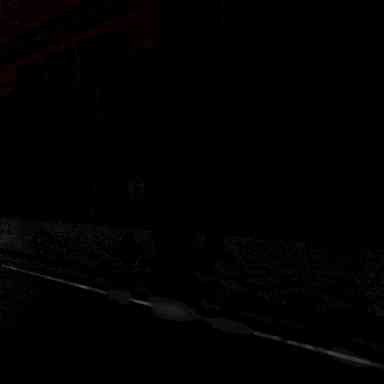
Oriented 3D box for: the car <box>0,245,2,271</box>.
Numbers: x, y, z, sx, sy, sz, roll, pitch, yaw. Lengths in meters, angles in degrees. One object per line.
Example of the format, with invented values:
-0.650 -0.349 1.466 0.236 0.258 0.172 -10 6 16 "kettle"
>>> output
-7.207 1.334 9.108 4.553 1.767 2.097 0 0 36 "car"
